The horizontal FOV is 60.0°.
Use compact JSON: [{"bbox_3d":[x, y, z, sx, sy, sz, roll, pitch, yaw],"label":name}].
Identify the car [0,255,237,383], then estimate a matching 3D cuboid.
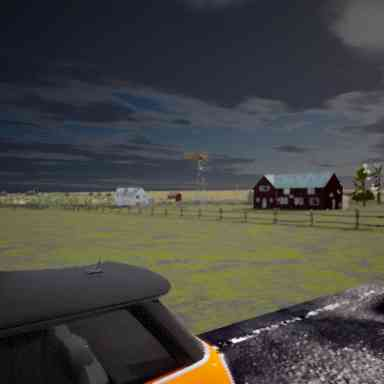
[{"bbox_3d":[-1.850,1.358,1.696,4.553,1.767,2.097,0,0,-36],"label":"car"}]
